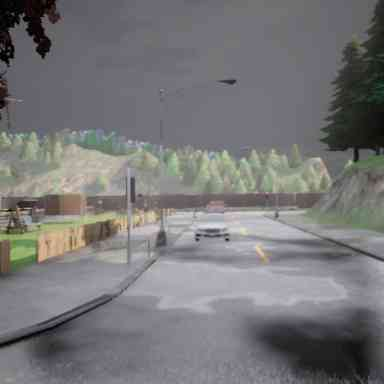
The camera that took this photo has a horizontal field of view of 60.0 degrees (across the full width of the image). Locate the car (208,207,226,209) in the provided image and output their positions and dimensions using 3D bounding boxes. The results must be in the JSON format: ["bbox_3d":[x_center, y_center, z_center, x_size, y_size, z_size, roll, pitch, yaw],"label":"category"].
[{"bbox_3d":[2.053,2.228,29.099,1.895,1.301,4.718,-1,-1,5],"label":"car"}]

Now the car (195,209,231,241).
[{"bbox_3d":[1.237,1.946,19.306,1.812,1.442,4.674,-1,-1,5],"label":"car"}]

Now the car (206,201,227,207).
[{"bbox_3d":[2.980,2.070,39.748,2.150,2.045,5.566,-1,-1,6],"label":"car"}]
